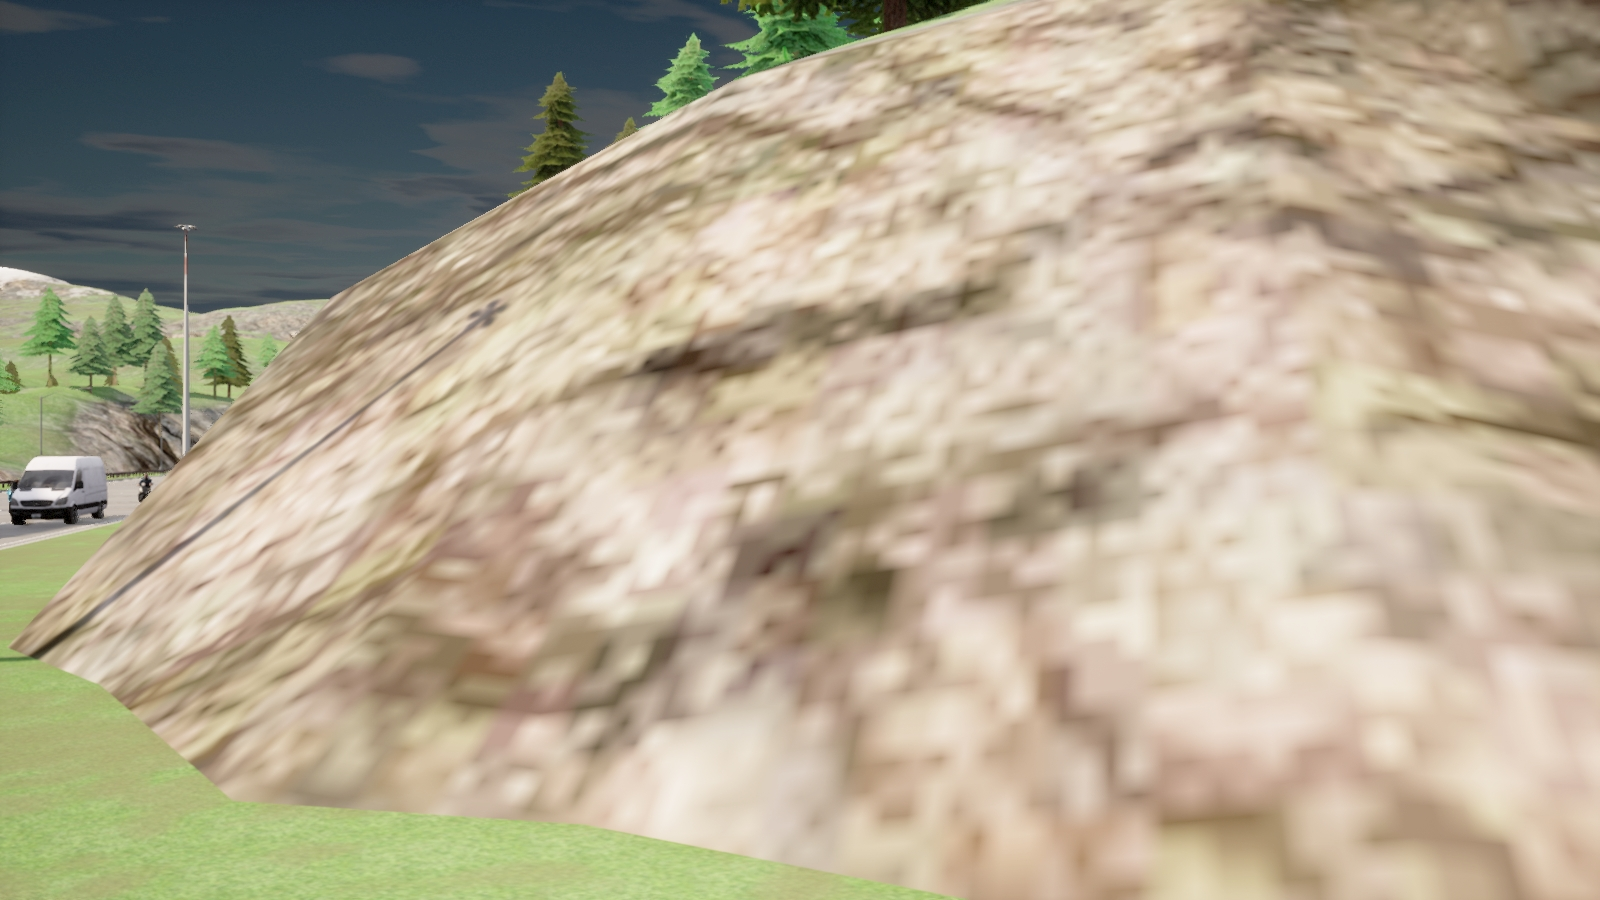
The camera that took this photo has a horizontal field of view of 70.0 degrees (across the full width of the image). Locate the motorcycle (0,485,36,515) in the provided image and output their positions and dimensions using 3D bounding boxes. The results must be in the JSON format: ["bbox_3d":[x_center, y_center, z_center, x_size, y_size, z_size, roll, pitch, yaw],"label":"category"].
[{"bbox_3d":[-34.329,2.190,50.163,0.803,1.199,2.033,0,0,-18],"label":"motorcycle"}]

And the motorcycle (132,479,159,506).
[{"bbox_3d":[-33.180,2.147,57.959,0.856,1.316,1.805,0,0,-18],"label":"motorcycle"}]

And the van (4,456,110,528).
[{"bbox_3d":[-28.874,1.538,44.602,1.988,2.561,5.915,0,0,-18],"label":"van"}]
